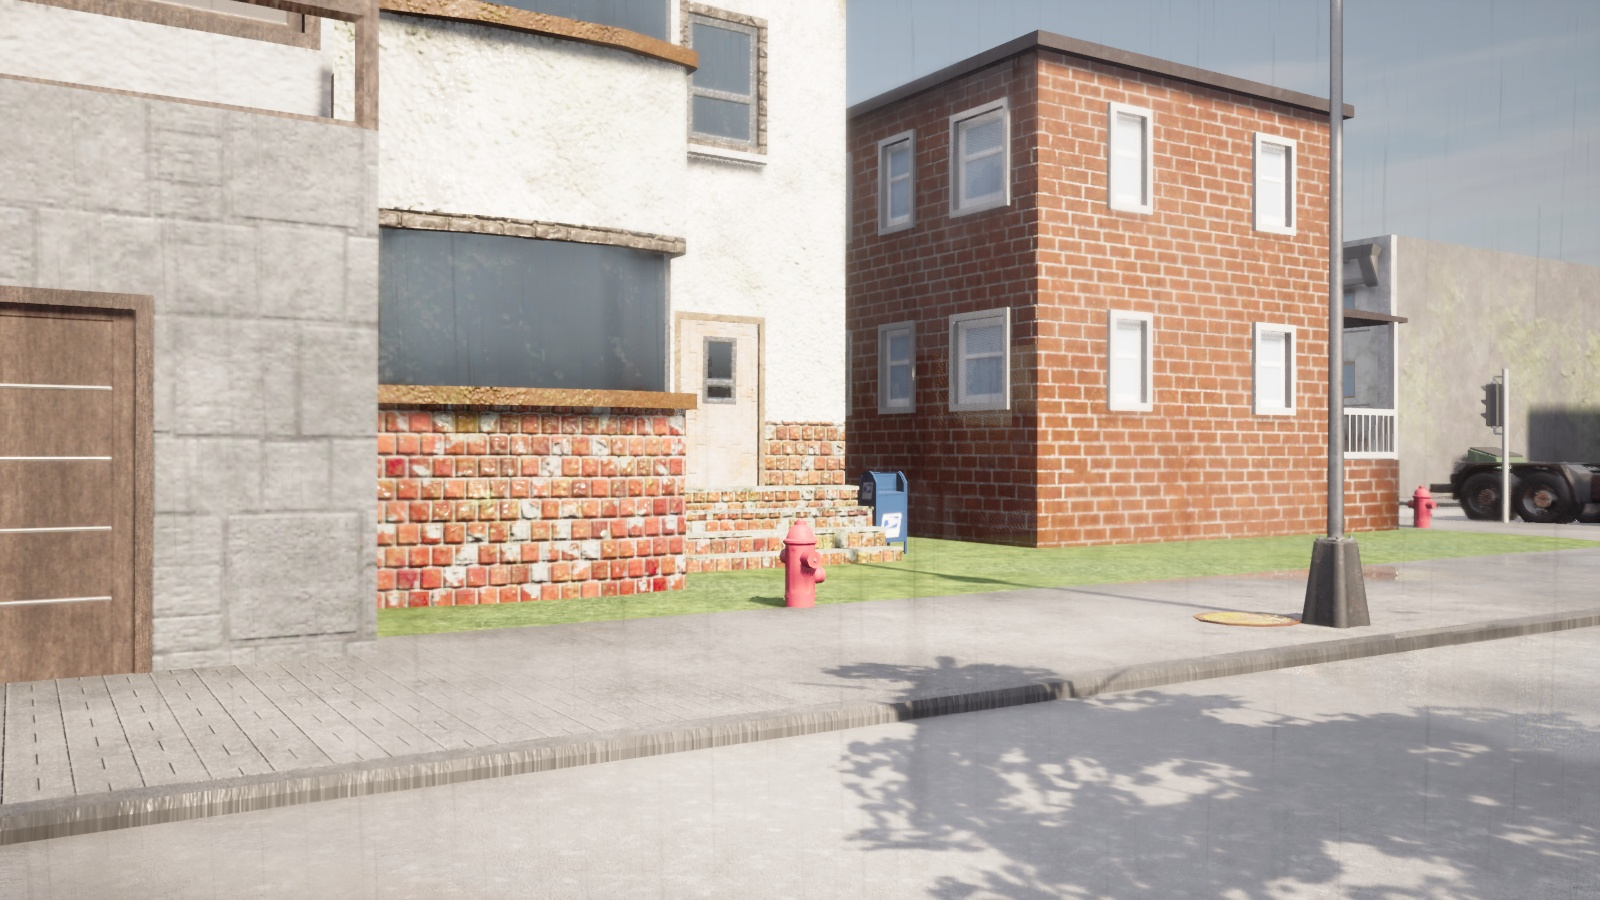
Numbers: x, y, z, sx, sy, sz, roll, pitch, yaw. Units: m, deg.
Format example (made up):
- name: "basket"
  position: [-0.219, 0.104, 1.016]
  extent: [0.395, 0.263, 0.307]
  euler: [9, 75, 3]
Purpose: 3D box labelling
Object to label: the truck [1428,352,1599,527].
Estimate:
- name: "truck"
  position: [17.298, -0.212, 25.328]
  extent: [2.891, 3.462, 7.936]
  euler: [0, 0, -32]
